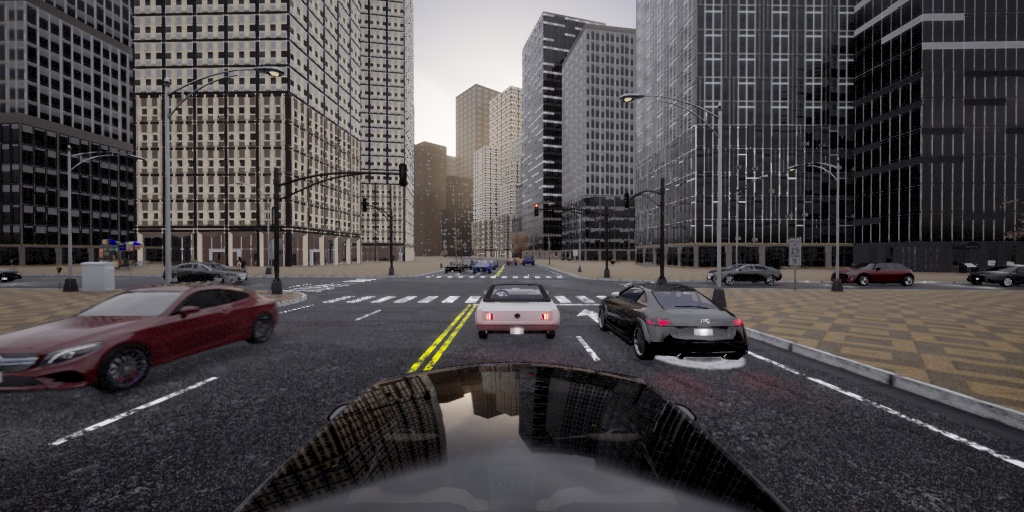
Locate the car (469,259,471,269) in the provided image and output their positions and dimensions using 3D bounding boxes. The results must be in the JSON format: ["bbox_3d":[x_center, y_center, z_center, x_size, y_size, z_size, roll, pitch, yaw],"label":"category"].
[{"bbox_3d":[-6.473,1.206,51.696,1.837,1.490,4.892,0,0,0],"label":"car"}]

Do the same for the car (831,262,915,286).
[{"bbox_3d":[25.959,1.204,25.951,4.553,1.767,2.097,0,0,1],"label":"car"}]

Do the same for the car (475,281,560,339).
[{"bbox_3d":[0.120,1.348,10.054,1.895,1.301,4.718,0,0,0],"label":"car"}]

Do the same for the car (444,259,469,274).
[{"bbox_3d":[-6.502,1.321,41.345,1.895,1.301,4.718,0,0,0],"label":"car"}]

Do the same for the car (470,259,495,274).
[{"bbox_3d":[-3.251,1.199,40.669,1.882,1.535,5.008,0,0,0],"label":"car"}]

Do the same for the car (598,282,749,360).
[{"bbox_3d":[3.372,1.312,8.334,1.994,1.385,4.181,0,0,0],"label":"car"}]

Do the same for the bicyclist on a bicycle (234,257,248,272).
[{"bbox_3d":[-24.630,0.872,32.559,0.582,1.620,1.656,0,1,2],"label":"bicyclist on a bicycle"}]

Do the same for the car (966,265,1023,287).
[{"bbox_3d":[35.860,1.402,25.714,4.892,1.490,1.837,0,0,1],"label":"car"}]

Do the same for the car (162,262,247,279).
[{"bbox_3d":[-20.165,1.156,23.703,4.902,1.511,2.128,0,0,2],"label":"car"}]

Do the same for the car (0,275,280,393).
[{"bbox_3d":[-6.536,1.274,6.840,1.812,1.442,4.674,0,0,1],"label":"car"}]

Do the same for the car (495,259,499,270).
[{"bbox_3d":[-3.227,1.230,50.012,1.812,1.442,4.674,0,0,0],"label":"car"}]

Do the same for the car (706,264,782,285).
[{"bbox_3d":[16.877,1.302,26.168,4.902,1.511,2.128,0,0,1],"label":"car"}]

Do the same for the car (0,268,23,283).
[{"bbox_3d":[-36.657,1.135,24.154,5.357,1.411,2.033,0,0,2],"label":"car"}]
